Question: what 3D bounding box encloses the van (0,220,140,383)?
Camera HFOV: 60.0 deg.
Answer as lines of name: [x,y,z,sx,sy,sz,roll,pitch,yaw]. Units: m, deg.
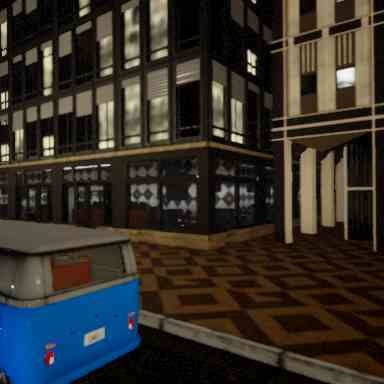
van: [-2.569,1.343,4.721,3.998,1.788,1.690,0,-1,36]
